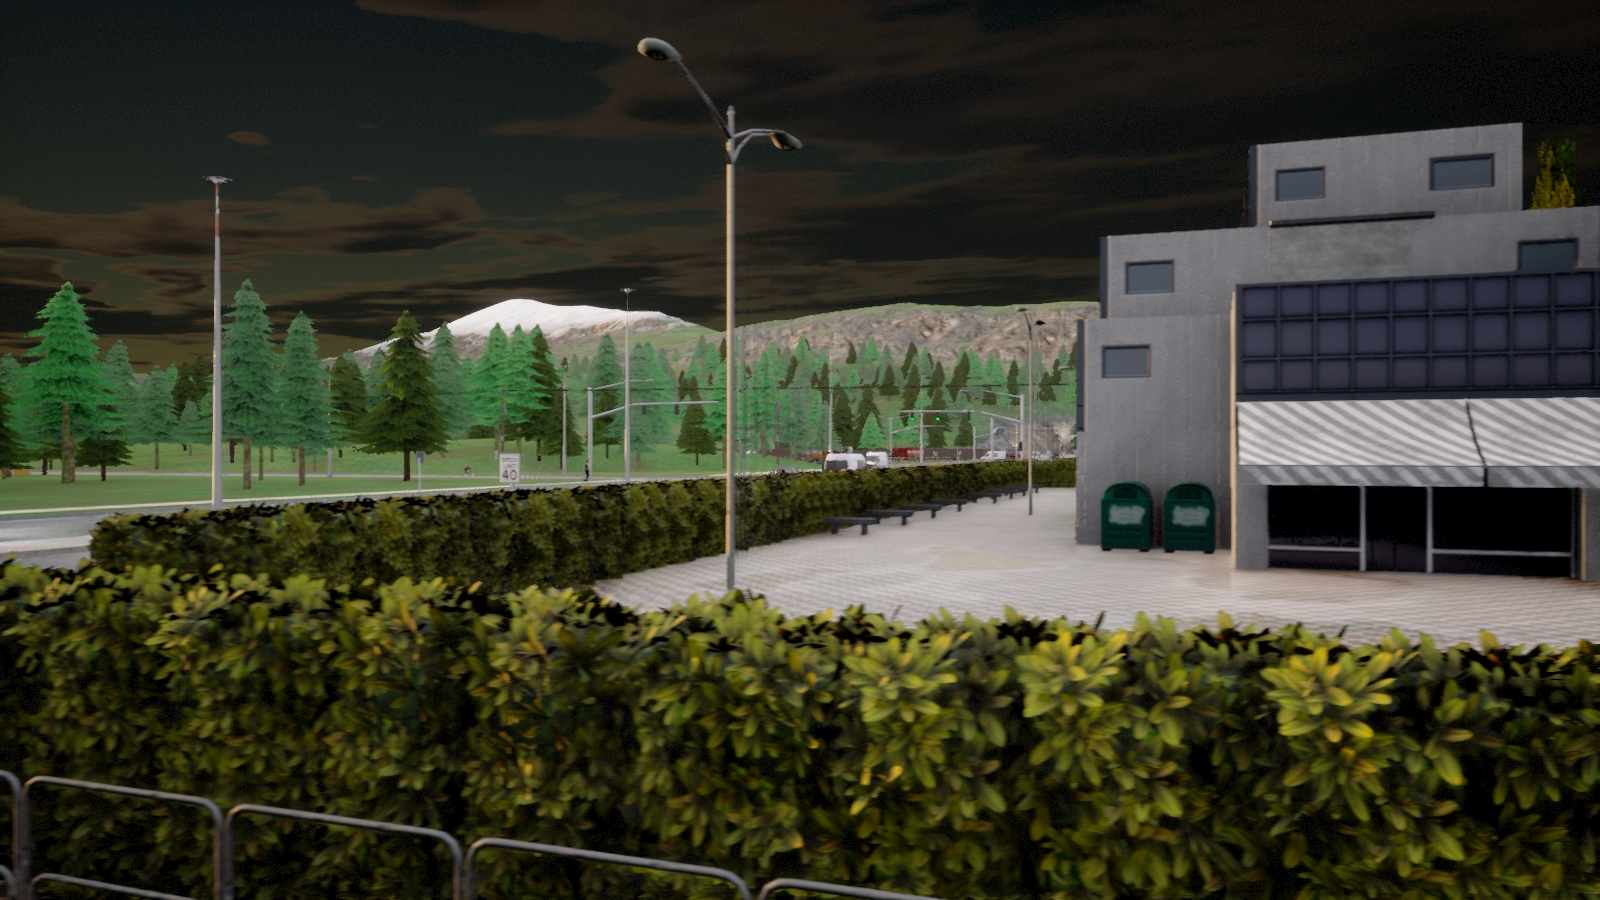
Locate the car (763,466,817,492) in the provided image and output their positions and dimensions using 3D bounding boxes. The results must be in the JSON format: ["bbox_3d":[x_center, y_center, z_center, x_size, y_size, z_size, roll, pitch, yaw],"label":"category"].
[{"bbox_3d":[-0.643,1.966,78.919,2.242,1.667,4.611,0,0,19],"label":"car"}]
